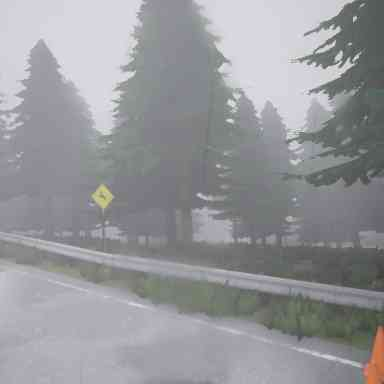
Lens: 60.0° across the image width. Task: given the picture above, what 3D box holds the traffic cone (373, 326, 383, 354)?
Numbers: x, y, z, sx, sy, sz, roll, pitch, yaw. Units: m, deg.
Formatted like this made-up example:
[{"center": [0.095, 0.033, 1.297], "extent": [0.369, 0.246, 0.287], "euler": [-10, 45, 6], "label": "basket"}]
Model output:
[{"center": [2.330, 1.956, 4.106], "extent": [0.340, 0.580, 0.340], "euler": [0, 0, 34], "label": "traffic cone"}]

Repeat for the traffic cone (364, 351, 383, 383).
[{"center": [1.786, 1.956, 3.269], "extent": [0.340, 0.580, 0.340], "euler": [0, 0, 33], "label": "traffic cone"}]
